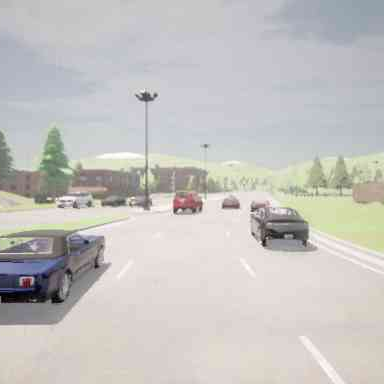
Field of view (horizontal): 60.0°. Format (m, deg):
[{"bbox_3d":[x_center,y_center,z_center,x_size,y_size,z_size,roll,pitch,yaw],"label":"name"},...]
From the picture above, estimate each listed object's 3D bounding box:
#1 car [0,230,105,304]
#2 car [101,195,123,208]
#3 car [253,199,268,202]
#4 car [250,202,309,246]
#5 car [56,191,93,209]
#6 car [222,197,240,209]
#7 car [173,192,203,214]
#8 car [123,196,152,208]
[{"bbox_3d":[-3.460,1.550,7.921,1.895,1.301,4.718,0,0,-2],"label":"car"},{"bbox_3d":[-10.128,1.199,43.379,1.882,1.535,5.008,0,0,12],"label":"car"},{"bbox_3d":[7.075,1.374,34.371,1.895,1.301,4.718,0,0,12],"label":"car"},{"bbox_3d":[3.710,1.394,14.668,2.128,1.511,4.902,0,0,3],"label":"car"},{"bbox_3d":[-14.256,0.960,40.805,2.150,2.045,5.566,0,1,12],"label":"car"},{"bbox_3d":[4.807,1.296,40.630,1.994,1.385,4.181,0,0,12],"label":"car"},{"bbox_3d":[-0.336,1.002,33.062,2.150,2.045,5.566,0,0,11],"label":"car"},{"bbox_3d":[-6.614,1.214,43.073,2.128,1.511,4.902,0,0,12],"label":"car"}]
